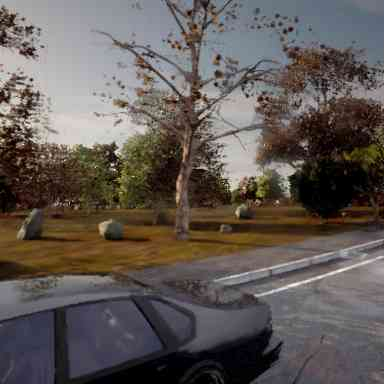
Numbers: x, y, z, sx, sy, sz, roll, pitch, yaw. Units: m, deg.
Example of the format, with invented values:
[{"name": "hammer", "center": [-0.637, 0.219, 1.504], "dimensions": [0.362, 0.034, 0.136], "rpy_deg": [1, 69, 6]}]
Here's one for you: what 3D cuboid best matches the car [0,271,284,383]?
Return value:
[{"name": "car", "center": [-1.498, 1.556, 2.981], "dimensions": [5.357, 1.411, 2.033], "rpy_deg": [0, 0, -36]}]
